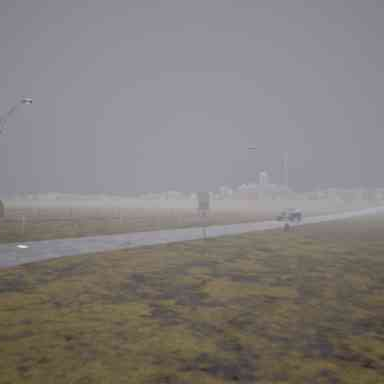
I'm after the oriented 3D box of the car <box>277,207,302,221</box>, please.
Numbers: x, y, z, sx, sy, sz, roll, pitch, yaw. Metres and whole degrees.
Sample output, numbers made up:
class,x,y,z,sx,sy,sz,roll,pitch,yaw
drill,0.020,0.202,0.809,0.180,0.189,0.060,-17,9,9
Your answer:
class,x,y,z,sx,sy,sz,roll,pitch,yaw
car,14.570,3.245,49.539,2.150,2.045,5.566,-2,-3,35
